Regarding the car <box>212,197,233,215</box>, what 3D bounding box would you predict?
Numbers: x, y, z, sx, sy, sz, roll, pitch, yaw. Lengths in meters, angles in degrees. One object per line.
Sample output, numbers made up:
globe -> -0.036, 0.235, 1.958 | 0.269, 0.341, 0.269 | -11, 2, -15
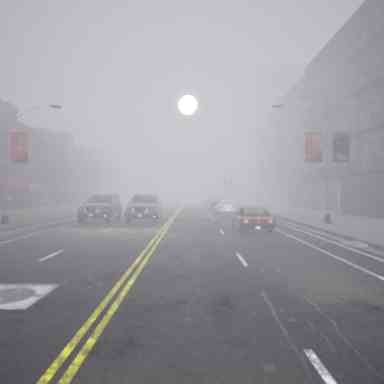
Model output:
car -> 3.254, 1.467, 32.305 | 1.812, 1.442, 4.674 | 0, 0, 0

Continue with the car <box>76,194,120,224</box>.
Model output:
car -> -6.596, 1.137, 24.388 | 2.150, 2.045, 5.566 | 0, 0, 0

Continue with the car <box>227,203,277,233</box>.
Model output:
car -> 3.360, 1.525, 19.078 | 1.895, 1.301, 4.718 | 0, 0, 0

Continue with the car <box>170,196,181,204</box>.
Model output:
car -> -3.253, 1.572, 66.123 | 2.097, 1.767, 4.553 | 0, -1, 0

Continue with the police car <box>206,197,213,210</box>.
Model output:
police car -> 3.255, 1.449, 43.417 | 1.930, 1.638, 5.238 | 0, 0, 0

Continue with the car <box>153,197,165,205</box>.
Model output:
car -> -6.501, 1.743, 66.075 | 1.812, 1.442, 4.674 | 0, -1, 0

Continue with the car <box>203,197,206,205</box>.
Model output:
car -> 3.257, 1.584, 54.306 | 1.882, 1.535, 5.008 | 0, 0, 0

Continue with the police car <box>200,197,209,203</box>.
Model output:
police car -> 3.260, 2.071, 87.314 | 2.038, 1.542, 4.974 | 0, -1, 0

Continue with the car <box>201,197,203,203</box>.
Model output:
car -> 3.258, 1.773, 65.308 | 1.994, 1.385, 4.181 | 0, -1, 0

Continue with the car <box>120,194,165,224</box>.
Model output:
car -> -3.347, 1.137, 24.004 | 2.150, 2.045, 5.566 | 0, 0, 0
